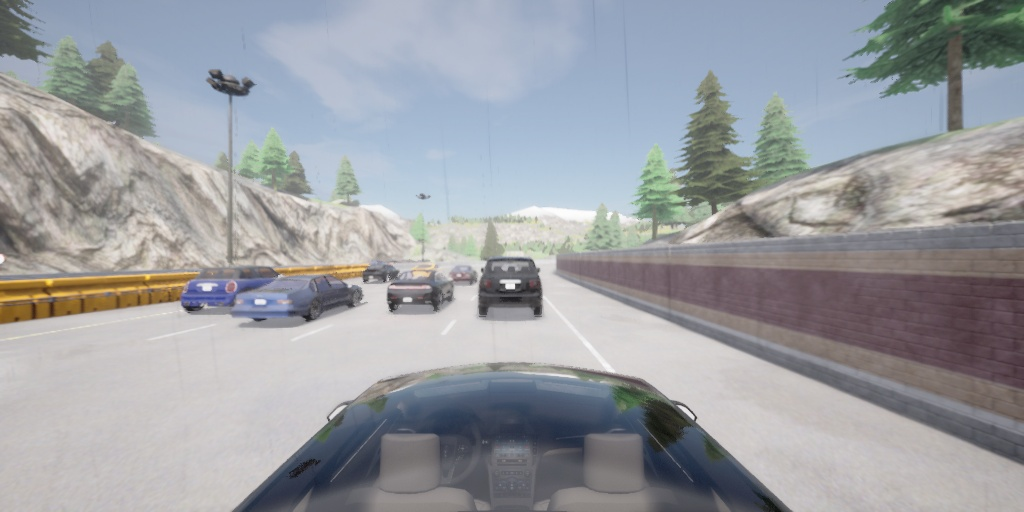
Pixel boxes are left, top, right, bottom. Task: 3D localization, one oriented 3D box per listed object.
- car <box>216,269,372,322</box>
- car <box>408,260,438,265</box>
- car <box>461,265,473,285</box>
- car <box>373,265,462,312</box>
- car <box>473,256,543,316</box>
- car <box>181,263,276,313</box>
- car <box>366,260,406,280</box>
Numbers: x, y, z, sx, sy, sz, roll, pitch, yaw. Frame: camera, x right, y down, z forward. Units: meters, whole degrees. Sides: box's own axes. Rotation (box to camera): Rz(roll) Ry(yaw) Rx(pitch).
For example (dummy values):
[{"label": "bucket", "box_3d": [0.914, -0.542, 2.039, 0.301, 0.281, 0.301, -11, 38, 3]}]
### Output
[{"label": "car", "box_3d": [-7.048, 1.342, 12.531, 2.033, 1.411, 5.357, 0, 0, 0]}, {"label": "car", "box_3d": [-7.134, 1.346, 30.901, 1.882, 1.535, 5.008, 0, 0, 1]}, {"label": "car", "box_3d": [-3.695, 1.402, 27.551, 2.033, 1.411, 5.357, 0, 0, 0]}, {"label": "car", "box_3d": [-3.549, 1.293, 14.607, 2.128, 1.511, 4.902, 0, 0, 0]}, {"label": "car", "box_3d": [-0.050, 1.022, 13.657, 2.150, 2.045, 5.566, 0, 0, 0]}, {"label": "car", "box_3d": [-10.547, 1.154, 14.532, 2.097, 1.767, 4.553, 0, 0, 0]}, {"label": "car", "box_3d": [-10.656, 1.370, 29.650, 1.837, 1.490, 4.892, 0, 0, 1]}]
